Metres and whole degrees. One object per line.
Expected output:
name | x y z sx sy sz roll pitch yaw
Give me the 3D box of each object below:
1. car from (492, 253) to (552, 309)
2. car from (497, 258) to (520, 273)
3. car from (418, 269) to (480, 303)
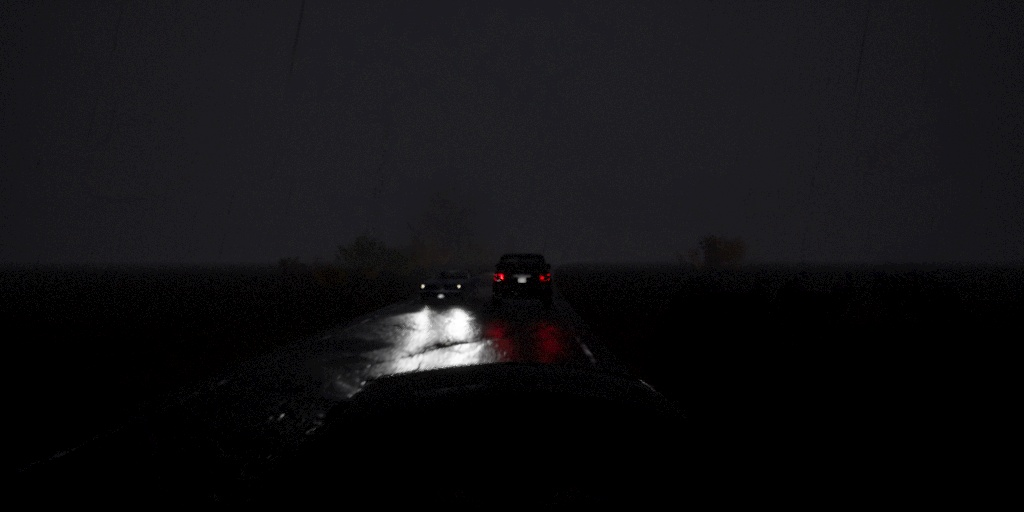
car | 0.447 0.897 14.718 2.150 2.045 5.566 0 0 3
car | -0.336 1.000 40.038 1.882 1.535 5.008 0 0 8
car | -2.680 1.260 16.219 1.895 1.301 4.718 0 0 3
